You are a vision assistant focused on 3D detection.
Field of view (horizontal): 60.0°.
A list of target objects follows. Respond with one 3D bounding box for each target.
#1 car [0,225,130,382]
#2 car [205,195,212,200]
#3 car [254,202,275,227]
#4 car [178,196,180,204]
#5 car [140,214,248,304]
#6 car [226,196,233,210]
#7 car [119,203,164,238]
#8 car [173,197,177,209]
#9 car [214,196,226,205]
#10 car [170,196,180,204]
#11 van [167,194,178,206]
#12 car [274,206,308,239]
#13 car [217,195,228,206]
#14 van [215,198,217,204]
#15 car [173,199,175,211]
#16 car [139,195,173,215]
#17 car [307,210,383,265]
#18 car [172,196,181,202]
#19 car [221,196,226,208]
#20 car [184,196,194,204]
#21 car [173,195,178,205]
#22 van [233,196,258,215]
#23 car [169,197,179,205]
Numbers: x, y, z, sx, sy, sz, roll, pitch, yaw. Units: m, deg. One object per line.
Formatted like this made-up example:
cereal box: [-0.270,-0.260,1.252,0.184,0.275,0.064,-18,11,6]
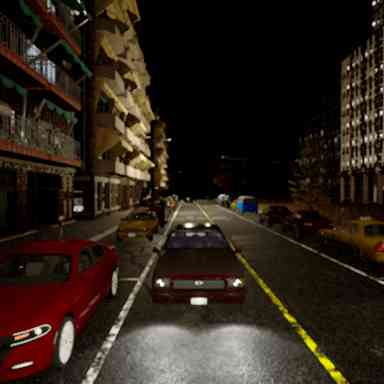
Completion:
car: [-2.448,1.539,5.692,1.887,1.381,4.507,0,0,-1]
car: [4.655,1.560,94.229,1.887,1.381,4.507,0,0,-1]
car: [5.691,1.571,22.390,1.802,1.307,4.206,0,0,-1]
car: [-3.006,1.545,44.374,1.947,1.339,4.313,0,0,-1]
car: [0.110,1.541,8.548,2.033,1.411,5.357,0,0,0]
car: [5.450,1.510,39.137,1.752,1.417,4.829,0,0,-1]
car: [-2.606,1.512,16.574,1.752,1.417,4.829,0,0,-1]
car: [-2.847,1.531,33.322,2.008,1.369,4.403,0,0,-1]
car: [5.131,1.516,61.242,1.752,1.417,4.829,0,0,-1]
car: [-3.326,1.569,66.477,1.802,1.307,4.206,0,0,-1]
van: [-3.168,1.324,55.427,1.690,1.788,3.998,0,0,-1]
car: [5.771,1.574,16.865,1.802,1.307,4.206,0,0,-1]
car: [5.292,1.426,50.020,1.967,1.590,4.097,0,0,-1]
van: [5.212,1.329,55.548,1.690,1.788,3.998,0,0,-1]
car: [-2.767,1.532,27.796,2.008,1.369,4.403,0,0,-1]
car: [-2.689,1.299,22.269,2.192,1.841,5.009,0,0,-1]
car: [5.849,1.521,11.508,1.752,1.417,4.829,0,0,-1]
car: [-3.485,1.560,77.530,1.947,1.339,4.313,0,0,-1]
car: [5.373,1.551,44.495,1.947,1.339,4.313,0,0,-1]
car: [-0.611,1.536,65.196,2.033,1.411,5.357,0,0,-1]
car: [-2.927,1.419,38.847,1.967,1.590,4.097,0,0,-1]
van: [5.531,1.326,33.442,1.690,1.788,3.998,0,0,-1]
car: [-3.246,1.567,60.952,1.802,1.307,4.206,0,0,-1]
